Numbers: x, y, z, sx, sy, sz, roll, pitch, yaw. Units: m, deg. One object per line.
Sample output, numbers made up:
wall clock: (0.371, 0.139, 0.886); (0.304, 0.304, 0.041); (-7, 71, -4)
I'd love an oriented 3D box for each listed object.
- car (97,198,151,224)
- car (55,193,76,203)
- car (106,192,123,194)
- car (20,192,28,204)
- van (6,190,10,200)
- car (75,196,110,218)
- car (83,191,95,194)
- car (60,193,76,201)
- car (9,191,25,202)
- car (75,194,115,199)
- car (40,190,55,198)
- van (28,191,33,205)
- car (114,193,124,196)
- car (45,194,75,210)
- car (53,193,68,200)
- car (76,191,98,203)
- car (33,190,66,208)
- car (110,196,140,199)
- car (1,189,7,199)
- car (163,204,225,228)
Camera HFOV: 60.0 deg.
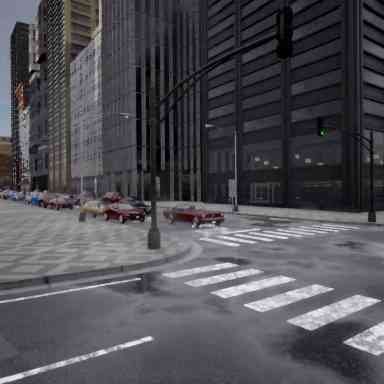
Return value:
car: (-4.953, 1.416, 24.035); (1.887, 1.381, 4.507); (0, 1, -36)
car: (-21.865, 0.969, 57.357); (2.128, 1.511, 4.902); (-1, 1, -36)
car: (-11.244, 0.898, 47.253); (2.192, 1.841, 5.009); (0, 1, -36)
car: (-24.750, 1.126, 51.368); (2.008, 1.369, 4.403); (0, 1, -36)
van: (-34.646, 0.747, 65.032); (1.690, 1.788, 3.998); (0, 1, -36)
car: (-8.154, 1.353, 28.452); (1.752, 1.417, 4.829); (0, 1, -36)
car: (-15.863, 1.066, 49.154); (2.128, 1.511, 4.902); (-1, 1, -35)
car: (-24.441, 0.948, 65.476); (1.802, 1.307, 4.206); (0, 1, -36)
car: (-31.348, 0.903, 60.477); (1.967, 1.590, 4.097); (0, 1, -36)
car: (-10.795, 1.274, 36.801); (2.033, 1.411, 5.357); (-1, 1, -36)
car: (-34.338, 0.509, 79.138); (2.192, 1.841, 5.009); (0, 1, -36)
van: (-21.450, 0.970, 46.811); (1.690, 1.788, 3.998); (0, 1, -36)
car: (-7.946, 1.200, 42.700); (1.947, 1.339, 4.313); (0, 1, -36)
car: (-14.852, 1.275, 37.701); (1.887, 1.381, 4.507); (0, 1, -36)
car: (-27.741, 0.854, 70.031); (1.887, 1.381, 4.507); (0, 1, -36)
car: (-17.842, 0.793, 56.363); (2.192, 1.841, 5.009); (0, 1, -36)
car: (-18.150, 0.995, 42.255); (2.192, 1.841, 5.009); (0, 1, -36)
car: (-5.218, 1.370, 29.096); (1.994, 1.385, 4.181); (-1, 1, -36)
car: (-37.946, 0.664, 69.587); (2.192, 1.841, 5.009); (0, 1, -36)
car: (0.057, 1.479, 21.768); (1.895, 1.301, 4.718); (-1, 1, -35)
